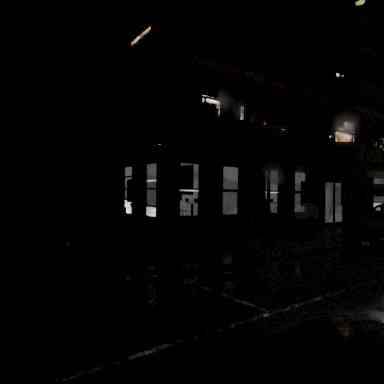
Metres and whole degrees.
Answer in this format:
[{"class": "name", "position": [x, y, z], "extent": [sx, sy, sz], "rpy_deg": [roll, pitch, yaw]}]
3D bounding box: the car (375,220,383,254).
[{"class": "car", "position": [6.965, 1.494, 8.374], "extent": [4.902, 1.511, 2.128], "rpy_deg": [0, 0, -36]}]

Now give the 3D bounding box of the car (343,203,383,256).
[{"class": "car", "position": [7.529, 1.319, 11.946], "extent": [5.009, 1.841, 2.192], "rpy_deg": [0, 1, -36]}]
